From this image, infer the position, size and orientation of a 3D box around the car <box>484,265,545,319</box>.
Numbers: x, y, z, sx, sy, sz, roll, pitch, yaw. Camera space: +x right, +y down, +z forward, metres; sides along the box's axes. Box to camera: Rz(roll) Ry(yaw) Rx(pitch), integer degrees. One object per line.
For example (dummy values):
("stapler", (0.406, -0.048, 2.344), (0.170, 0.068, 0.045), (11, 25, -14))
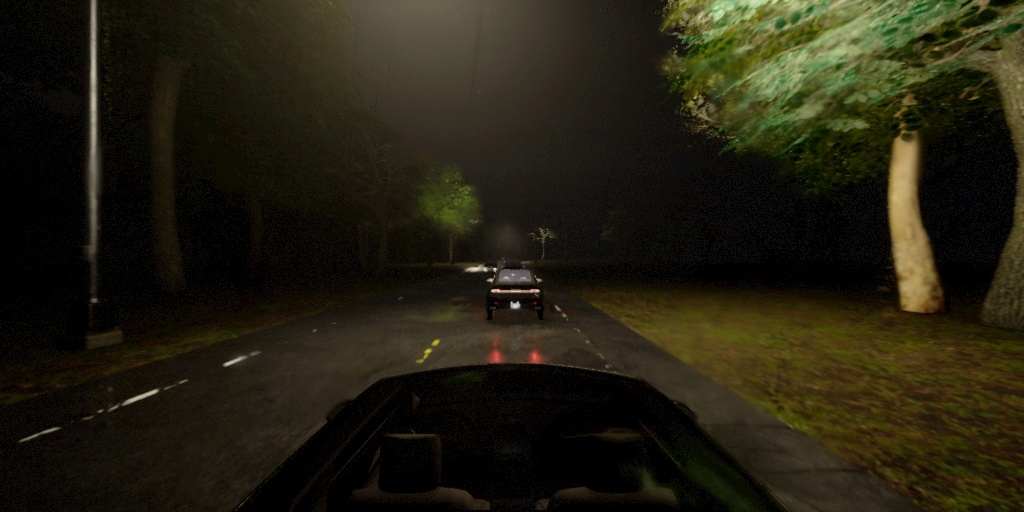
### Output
("car", (0.099, 1.238, 12.835), (2.128, 1.511, 4.902), (0, 0, 0))

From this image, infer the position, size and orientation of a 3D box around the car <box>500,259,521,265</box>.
("car", (0.094, 1.246, 31.135), (1.837, 1.490, 4.892), (0, 0, 0))

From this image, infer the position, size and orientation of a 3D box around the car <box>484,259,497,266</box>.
("car", (-3.552, 1.213, 60.291), (1.882, 1.535, 5.008), (0, 0, 1))
